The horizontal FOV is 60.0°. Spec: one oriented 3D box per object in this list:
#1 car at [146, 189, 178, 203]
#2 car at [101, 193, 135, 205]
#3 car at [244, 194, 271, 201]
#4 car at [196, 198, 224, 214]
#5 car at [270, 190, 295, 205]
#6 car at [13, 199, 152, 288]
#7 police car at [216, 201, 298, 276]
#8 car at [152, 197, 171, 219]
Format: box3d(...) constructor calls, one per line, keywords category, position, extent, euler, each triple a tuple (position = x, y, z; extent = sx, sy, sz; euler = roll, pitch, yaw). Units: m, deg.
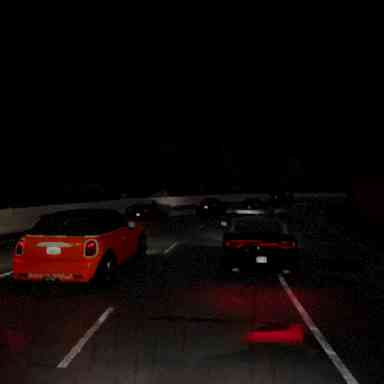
box3d(category="car", position=(-4.431, 0.584, 50.097), extent=(2.150, 2.045, 5.566), euler=(0, 0, 29))
box3d(category="car", position=(-10.216, 0.885, 46.401), extent=(2.128, 1.511, 4.902), euler=(0, 1, 26))
box3d(category="car", position=(5.500, 1.201, 29.802), extent=(1.994, 1.385, 4.181), euler=(0, 1, 23))
box3d(category="car", position=(1.802, 1.199, 29.255), extent=(1.994, 1.385, 4.181), euler=(0, 1, 19))
box3d(category="car", position=(11.543, 0.709, 42.763), extent=(2.150, 2.045, 5.566), euler=(1, 1, 31))
box3d(category="car", position=(-2.711, 1.229, 9.143), extent=(2.097, 1.767, 4.553), euler=(0, 1, 6))
box3d(category="police car", position=(1.897, 1.301, 10.128), extent=(1.930, 1.638, 5.238), euler=(0, 1, 7))
box3d(category="car", position=(-3.162, 1.274, 25.305), extent=(1.895, 1.301, 4.718), euler=(0, 1, 16))
